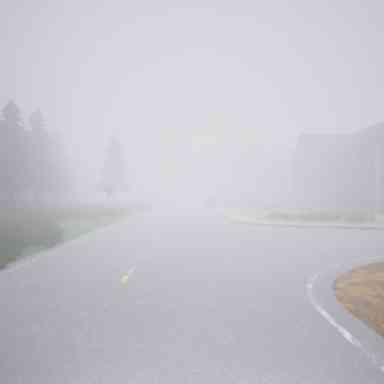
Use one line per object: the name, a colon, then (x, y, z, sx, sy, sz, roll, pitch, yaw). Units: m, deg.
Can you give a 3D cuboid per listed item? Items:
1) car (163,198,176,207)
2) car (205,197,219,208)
car: (-3.560, 1.647, 54.201, 1.812, 1.442, 4.674, 0, 0, 0)
car: (2.978, 1.567, 49.842, 1.816, 1.474, 4.193, -6, 0, -2)
